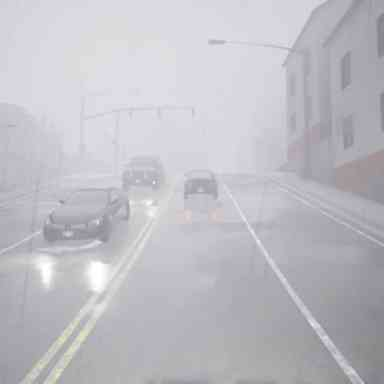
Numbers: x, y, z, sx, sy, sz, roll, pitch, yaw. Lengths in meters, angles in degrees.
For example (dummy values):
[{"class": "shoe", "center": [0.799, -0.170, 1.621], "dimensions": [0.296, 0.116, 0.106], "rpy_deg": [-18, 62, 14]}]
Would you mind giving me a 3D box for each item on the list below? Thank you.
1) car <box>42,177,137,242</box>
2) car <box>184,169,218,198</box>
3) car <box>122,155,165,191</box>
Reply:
[{"class": "car", "center": [-3.358, 0.547, 11.419], "dimensions": [1.812, 1.442, 4.674], "rpy_deg": [0, 8, 1]}, {"class": "car", "center": [0.505, -0.602, 19.013], "dimensions": [1.812, 1.442, 4.674], "rpy_deg": [1, 8, 1]}, {"class": "car", "center": [-3.064, -1.365, 21.989], "dimensions": [2.150, 2.045, 5.566], "rpy_deg": [0, 9, 2]}]
